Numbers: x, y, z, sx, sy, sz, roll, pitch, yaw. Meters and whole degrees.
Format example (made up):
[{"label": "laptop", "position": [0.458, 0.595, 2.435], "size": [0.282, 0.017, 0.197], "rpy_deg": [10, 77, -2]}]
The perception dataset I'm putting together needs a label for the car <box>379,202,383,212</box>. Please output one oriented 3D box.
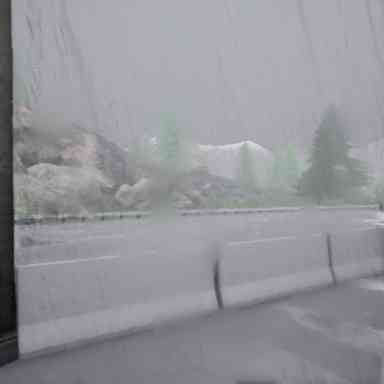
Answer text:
[{"label": "car", "position": [22.107, 1.307, 35.195], "size": [5.008, 1.535, 1.882], "rpy_deg": [0, 0, -21]}]
